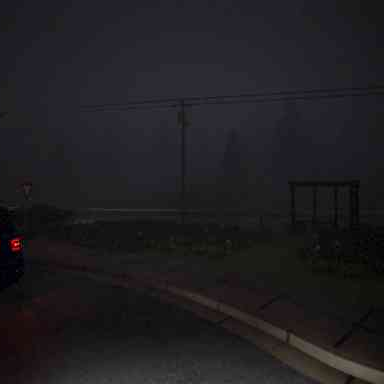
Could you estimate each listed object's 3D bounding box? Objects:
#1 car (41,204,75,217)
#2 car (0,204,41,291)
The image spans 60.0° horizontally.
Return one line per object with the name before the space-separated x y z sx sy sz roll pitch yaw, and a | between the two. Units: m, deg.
car | -10.619 1.604 23.733 1.882 1.535 5.008 -1 -1 29
car | -6.284 1.271 7.795 5.566 2.045 2.150 0 0 32
